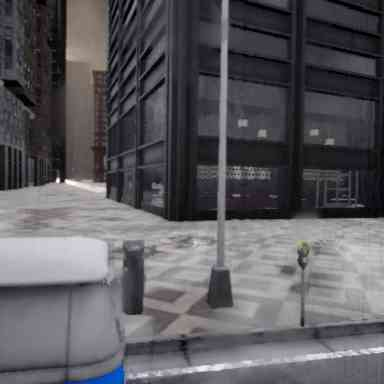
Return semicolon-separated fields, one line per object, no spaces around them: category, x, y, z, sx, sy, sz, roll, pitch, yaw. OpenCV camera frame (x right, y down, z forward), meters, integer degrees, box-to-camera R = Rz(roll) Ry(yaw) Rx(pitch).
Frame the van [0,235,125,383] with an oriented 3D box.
van;-2.356;1.209;2.156;3.998;1.788;1.690;1;1;-13
